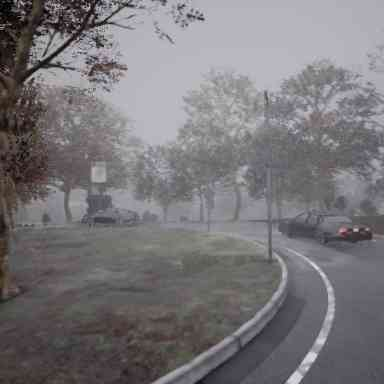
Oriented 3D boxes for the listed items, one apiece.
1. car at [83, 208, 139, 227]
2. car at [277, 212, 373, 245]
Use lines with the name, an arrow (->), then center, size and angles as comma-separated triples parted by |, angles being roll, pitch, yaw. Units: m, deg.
car -> -7.041, 2.165, 28.786 | 4.902, 1.511, 2.128 | -1, -1, 13
car -> 6.289, 1.681, 16.477 | 2.033, 1.411, 5.357 | 0, -1, -15
